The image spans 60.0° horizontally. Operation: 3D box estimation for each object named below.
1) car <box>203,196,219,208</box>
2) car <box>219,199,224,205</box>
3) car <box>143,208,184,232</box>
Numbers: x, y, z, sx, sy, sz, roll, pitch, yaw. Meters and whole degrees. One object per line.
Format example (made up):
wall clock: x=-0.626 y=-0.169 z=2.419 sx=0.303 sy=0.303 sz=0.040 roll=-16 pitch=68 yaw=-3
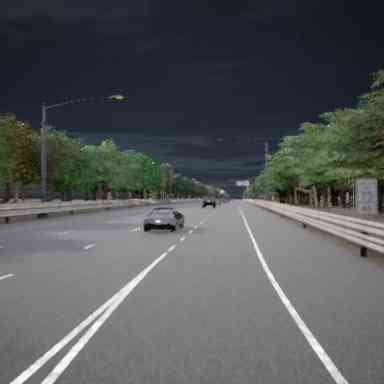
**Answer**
car: x=3.213 y=1.784 z=59.550 sx=2.150 sy=2.045 sz=5.566 roll=0 pitch=-1 yaw=7
car: x=6.469 y=2.585 z=84.444 sx=2.033 sy=1.411 sz=5.357 roll=0 pitch=-1 yaw=8
car: x=-1.689 y=1.691 z=21.088 sx=1.994 sy=1.385 sz=4.181 roll=0 pitch=0 yaw=7
